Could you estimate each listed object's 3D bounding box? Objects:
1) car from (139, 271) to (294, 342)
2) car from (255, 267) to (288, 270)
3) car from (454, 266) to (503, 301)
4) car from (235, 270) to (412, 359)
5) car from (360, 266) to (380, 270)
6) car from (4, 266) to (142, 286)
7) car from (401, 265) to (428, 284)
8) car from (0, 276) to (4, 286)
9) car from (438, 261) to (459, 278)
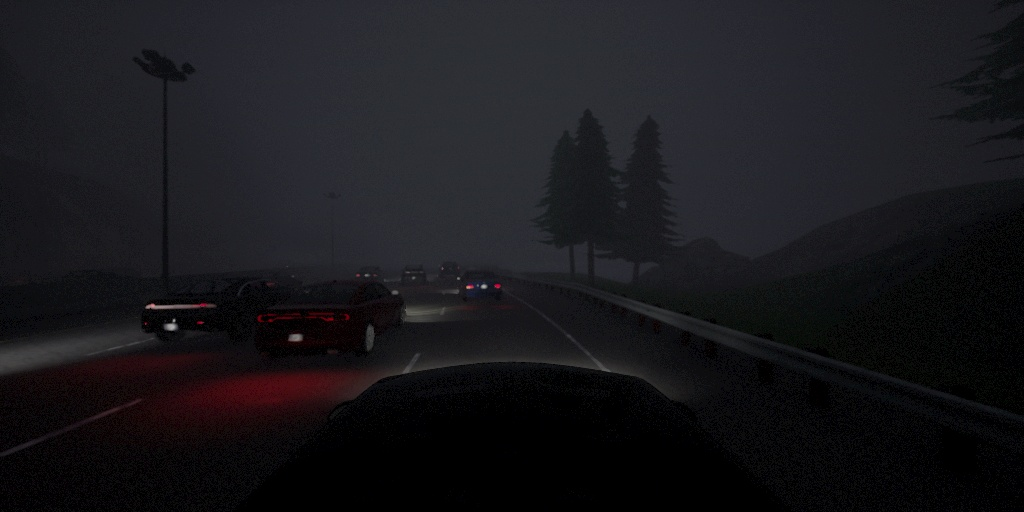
[{"bbox_3d":[-7.618,1.338,10.185,2.128,1.511,4.902,0,0,-5],"label":"car"},{"bbox_3d":[-12.636,1.490,18.842,1.994,1.385,4.181,0,0,-12],"label":"car"},{"bbox_3d":[-1.681,1.394,18.021,2.033,1.411,5.357,0,0,-11],"label":"car"},{"bbox_3d":[-3.978,1.292,8.746,1.882,1.535,5.008,0,0,-4],"label":"car"},{"bbox_3d":[-11.555,1.520,29.325,2.033,1.411,5.357,0,0,-15],"label":"car"},{"bbox_3d":[-23.684,1.499,19.733,2.128,1.511,4.902,0,0,-14],"label":"car"},{"bbox_3d":[-7.841,1.436,28.795,2.128,1.511,4.902,0,0,-14],"label":"car"},{"bbox_3d":[-36.434,1.732,26.777,1.895,1.301,4.718,0,0,-15],"label":"car"},{"bbox_3d":[-6.767,1.339,38.409,2.097,1.767,4.553,0,0,-15],"label":"car"}]
